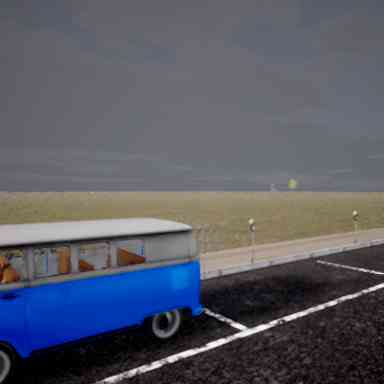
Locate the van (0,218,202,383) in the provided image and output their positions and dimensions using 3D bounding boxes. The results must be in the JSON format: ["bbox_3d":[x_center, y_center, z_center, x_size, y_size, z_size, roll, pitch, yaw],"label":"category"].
[{"bbox_3d":[-1.741,1.334,4.843,3.998,1.788,1.690,0,1,-35],"label":"van"}]
